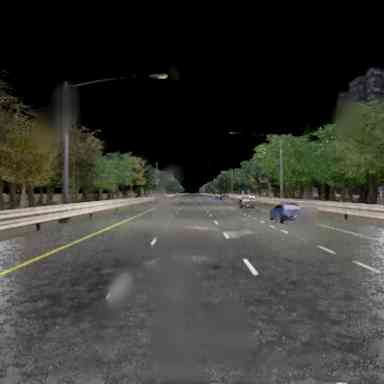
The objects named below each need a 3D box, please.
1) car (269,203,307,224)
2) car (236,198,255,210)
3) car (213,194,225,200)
[{"bbox_3d":[7.039,1.548,24.658,1.812,1.442,4.674,0,0,0],"label":"car"},{"bbox_3d":[7.114,1.562,44.495,1.812,1.442,4.674,0,0,0],"label":"car"},{"bbox_3d":[7.333,1.535,93.769,1.882,1.535,5.008,0,0,0],"label":"car"}]
